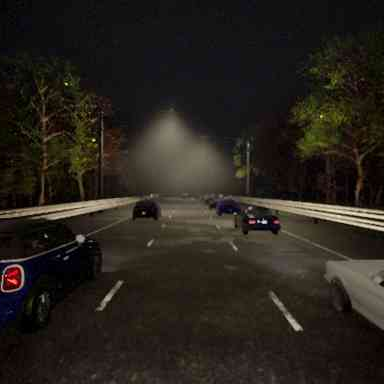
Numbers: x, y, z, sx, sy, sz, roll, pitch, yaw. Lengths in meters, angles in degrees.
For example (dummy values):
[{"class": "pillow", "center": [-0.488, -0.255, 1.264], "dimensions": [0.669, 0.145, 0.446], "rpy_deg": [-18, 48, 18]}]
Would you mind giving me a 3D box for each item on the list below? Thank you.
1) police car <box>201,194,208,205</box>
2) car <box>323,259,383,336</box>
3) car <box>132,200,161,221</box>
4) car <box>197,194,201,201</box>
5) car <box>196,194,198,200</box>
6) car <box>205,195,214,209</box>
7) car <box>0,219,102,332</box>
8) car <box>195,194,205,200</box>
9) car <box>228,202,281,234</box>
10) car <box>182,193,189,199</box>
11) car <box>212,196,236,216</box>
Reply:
[{"class": "police car", "center": [2.915, 1.285, 53.344], "dimensions": [1.930, 1.638, 5.238], "rpy_deg": [0, 0, -1]}, {"class": "car", "center": [3.589, 1.590, 4.638], "dimensions": [1.895, 1.301, 4.718], "rpy_deg": [0, 0, 0]}, {"class": "car", "center": [-3.564, 1.412, 26.886], "dimensions": [1.882, 1.535, 5.008], "rpy_deg": [0, 0, -1]}, {"class": "car", "center": [2.661, 1.319, 64.269], "dimensions": [2.128, 1.511, 4.902], "rpy_deg": [0, 0, -1]}, {"class": "car", "center": [2.355, 1.270, 75.302], "dimensions": [1.882, 1.535, 5.008], "rpy_deg": [0, 0, -2]}, {"class": "car", "center": [3.129, 1.454, 42.199], "dimensions": [1.994, 1.385, 4.181], "rpy_deg": [0, 0, -1]}, {"class": "car", "center": [-3.421, 1.336, 6.953], "dimensions": [2.097, 1.767, 4.553], "rpy_deg": [0, 0, 0]}, {"class": "car", "center": [2.003, 1.260, 86.364], "dimensions": [2.163, 1.488, 4.792], "rpy_deg": [0, 0, -2]}, {"class": "car", "center": [3.516, 1.503, 18.723], "dimensions": [2.033, 1.411, 5.357], "rpy_deg": [0, 0, 0]}, {"class": "car", "center": [-1.802, 1.185, 95.102], "dimensions": [2.128, 1.511, 4.902], "rpy_deg": [0, 0, -2]}, {"class": "car", "center": [3.293, 1.400, 31.163], "dimensions": [1.882, 1.535, 5.008], "rpy_deg": [0, 0, -1]}]
